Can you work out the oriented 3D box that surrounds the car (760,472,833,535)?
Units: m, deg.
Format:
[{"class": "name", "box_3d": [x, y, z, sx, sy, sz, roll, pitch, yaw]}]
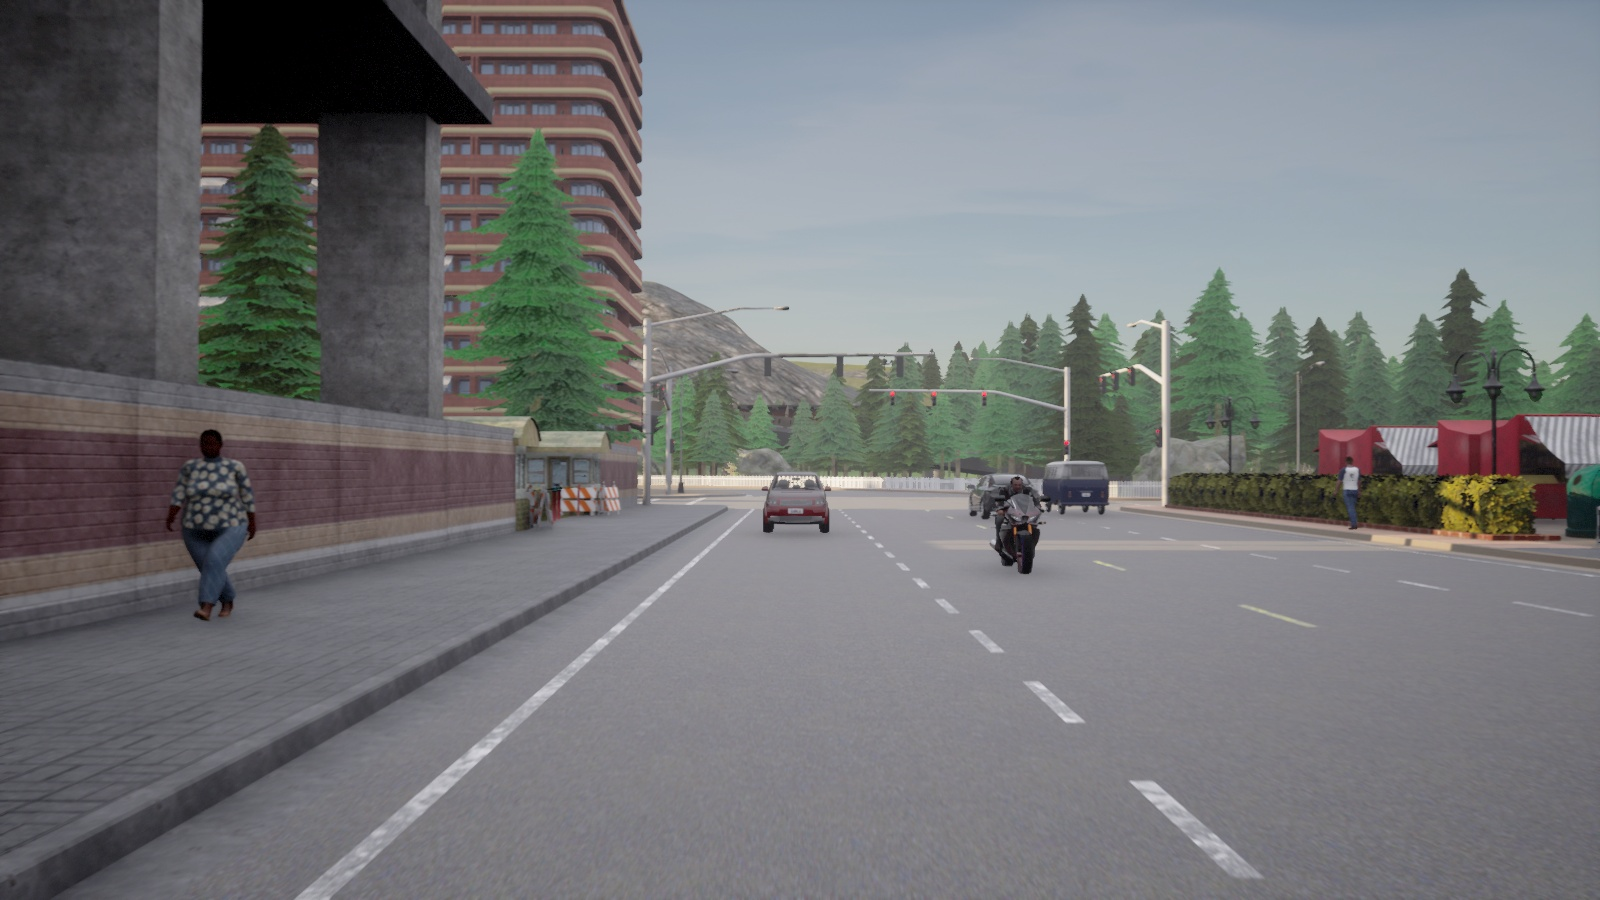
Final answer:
[{"class": "car", "box_3d": [-0.082, 1.340, 32.649, 1.789, 1.549, 3.705, 0, -1, 0]}]

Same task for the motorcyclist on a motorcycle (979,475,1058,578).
[{"class": "motorcyclist on a motorcycle", "box_3d": [3.451, 1.171, 20.012, 0.866, 1.530, 2.191, 0, -1, 0]}]

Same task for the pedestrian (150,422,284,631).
[{"class": "pedestrian", "box_3d": [-5.380, 0.686, 11.650, 0.874, 1.855, 0.900, 0, -1, -6]}]

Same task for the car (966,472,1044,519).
[{"class": "car", "box_3d": [6.895, 1.507, 42.730, 1.837, 1.490, 4.892, 0, -1, 0]}]

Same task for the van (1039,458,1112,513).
[{"class": "van", "box_3d": [10.382, 1.322, 47.674, 1.775, 1.987, 4.442, 0, -1, 0]}]

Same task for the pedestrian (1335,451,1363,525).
[{"class": "pedestrian", "box_3d": [13.755, 0.940, 31.471, 0.354, 1.836, 0.706, 0, -1, 0]}]
